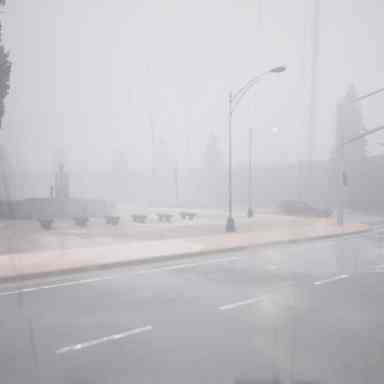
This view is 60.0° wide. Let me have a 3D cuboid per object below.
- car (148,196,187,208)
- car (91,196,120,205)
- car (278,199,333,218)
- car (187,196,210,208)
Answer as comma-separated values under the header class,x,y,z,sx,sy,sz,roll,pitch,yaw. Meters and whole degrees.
class,x,y,z,sx,sy,sz,roll,pitch,yaw
car,-3.744,1.547,46.605,5.357,1.411,2.033,0,0,35
car,-14.626,1.396,56.000,5.008,1.535,1.882,0,0,17
car,10.524,1.526,30.439,1.812,1.442,4.674,0,0,-35
car,0.365,1.352,47.703,4.553,1.767,2.097,0,0,38
